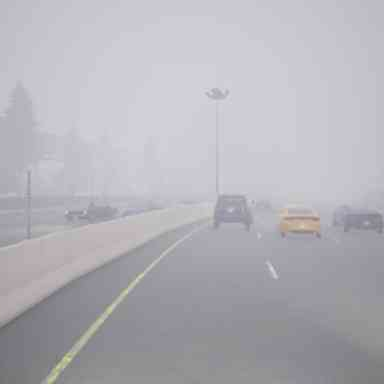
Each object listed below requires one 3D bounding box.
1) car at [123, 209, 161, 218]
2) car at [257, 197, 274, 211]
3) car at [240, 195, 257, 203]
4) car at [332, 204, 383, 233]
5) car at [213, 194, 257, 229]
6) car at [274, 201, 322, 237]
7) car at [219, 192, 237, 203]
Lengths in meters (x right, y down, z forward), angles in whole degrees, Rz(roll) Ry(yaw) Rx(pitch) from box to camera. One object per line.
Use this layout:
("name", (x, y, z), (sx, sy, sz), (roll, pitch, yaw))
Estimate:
("car", (-3.656, 1.390, 25.087), (1.812, 1.442, 4.674), (0, 0, 15))
("car", (8.494, 1.387, 38.577), (1.837, 1.490, 4.892), (0, 0, 21))
("car", (10.939, 1.372, 64.165), (2.033, 1.411, 5.357), (0, 0, 22))
("car", (9.564, 1.451, 19.566), (1.882, 1.535, 5.008), (0, 0, 13))
("car", (2.736, 1.144, 21.138), (2.150, 2.045, 5.566), (0, 0, 13))
("car", (5.606, 1.433, 17.813), (1.882, 1.535, 5.008), (0, 0, 11))
("car", (6.935, 0.984, 63.559), (2.150, 2.045, 5.566), (1, 0, 22))
